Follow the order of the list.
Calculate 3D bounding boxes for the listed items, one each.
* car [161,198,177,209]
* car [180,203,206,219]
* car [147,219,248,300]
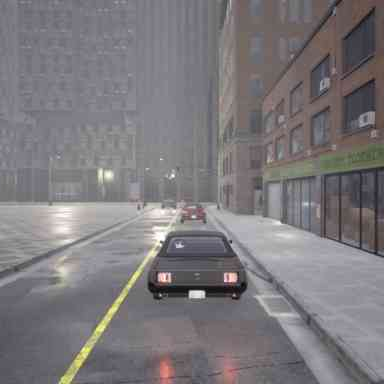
[{"bbox_3d":[-3.009,1.525,44.147,1.812,1.442,4.674,0,0,0],"label":"car"},{"bbox_3d":[0.098,1.525,24.992,1.812,1.442,4.674,0,0,0],"label":"car"},{"bbox_3d":[0.098,1.601,8.350,1.895,1.301,4.718,0,0,0],"label":"car"}]
